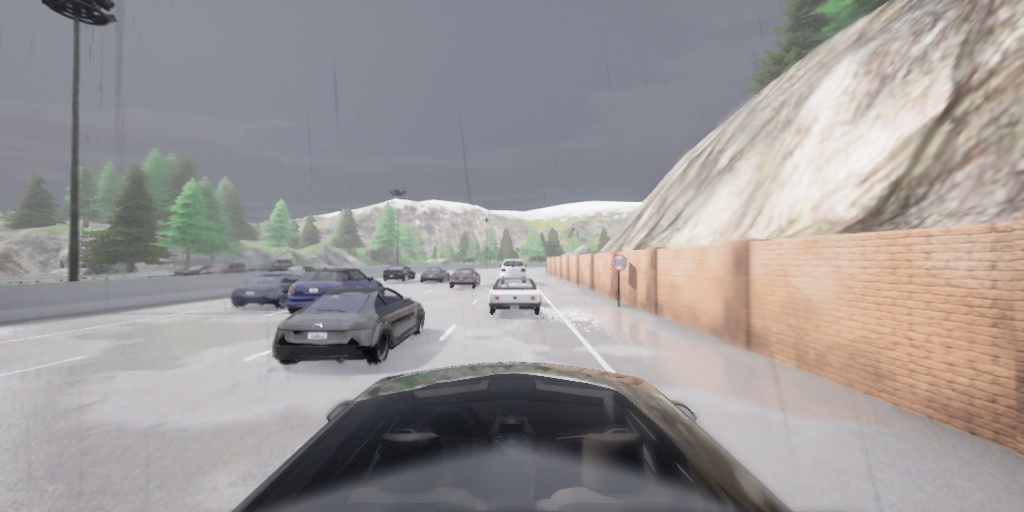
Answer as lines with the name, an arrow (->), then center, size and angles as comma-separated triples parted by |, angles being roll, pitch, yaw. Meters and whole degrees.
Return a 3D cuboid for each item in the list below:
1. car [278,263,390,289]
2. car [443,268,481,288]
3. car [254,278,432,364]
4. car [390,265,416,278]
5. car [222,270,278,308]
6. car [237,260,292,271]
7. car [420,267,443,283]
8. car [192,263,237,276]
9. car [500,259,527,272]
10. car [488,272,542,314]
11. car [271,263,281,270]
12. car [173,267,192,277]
car -> -6.895, 1.251, 14.584 | 2.097, 1.767, 4.553 | 0, -1, 0
car -> -3.391, 1.584, 26.406 | 2.033, 1.411, 5.357 | 0, -1, 0
car -> -3.398, 1.390, 8.275 | 1.994, 1.385, 4.181 | 0, -1, 0
car -> -10.389, 1.596, 33.434 | 1.882, 1.535, 5.008 | 0, -1, 0
car -> -10.395, 1.483, 16.270 | 1.994, 1.385, 4.181 | 0, -1, 0
car -> -24.583, 1.376, 36.601 | 2.150, 2.045, 5.566 | 0, -1, 0
car -> -6.890, 1.671, 32.474 | 1.994, 1.385, 4.181 | 0, -1, 0
car -> -28.080, 1.491, 35.187 | 2.097, 1.767, 4.553 | 0, -1, 0
car -> 0.110, 1.311, 30.997 | 2.150, 2.045, 5.566 | 0, -1, 0
car -> 0.104, 1.499, 14.504 | 1.895, 1.301, 4.718 | 0, -1, 0
car -> -21.078, 1.667, 35.425 | 1.812, 1.442, 4.674 | 0, -1, 0
car -> -31.573, 1.632, 36.450 | 1.882, 1.535, 5.008 | 0, -1, 0
